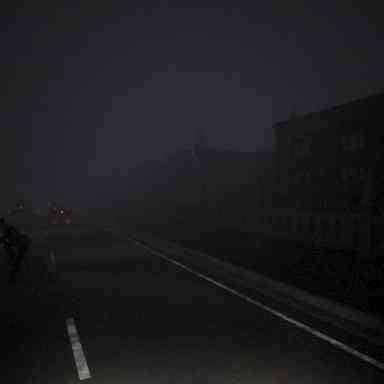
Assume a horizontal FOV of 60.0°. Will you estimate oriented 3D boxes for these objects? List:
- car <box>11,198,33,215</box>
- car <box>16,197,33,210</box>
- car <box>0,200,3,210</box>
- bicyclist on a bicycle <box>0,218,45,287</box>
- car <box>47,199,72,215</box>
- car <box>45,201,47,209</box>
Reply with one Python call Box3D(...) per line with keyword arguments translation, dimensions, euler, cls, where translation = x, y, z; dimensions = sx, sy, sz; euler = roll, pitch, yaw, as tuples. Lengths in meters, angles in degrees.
Box3D(translation=(-17.407, 1.547, 34.127), dimensions=(2.033, 1.411, 5.357), euler=(0, 0, -25), cls="car")
Box3D(translation=(-21.955, 1.505, 43.662), dimensions=(1.837, 1.490, 4.892), euler=(0, 0, -25), cls="car")
Box3D(translation=(-24.908, 1.477, 41.707), dimensions=(1.882, 1.535, 5.008), euler=(0, 0, -25), cls="car")
Box3D(translation=(-4.454, 1.453, 8.026), dimensions=(1.656, 1.620, 0.582), euler=(-1, 0, -25), cls="bicyclist on a bicycle")
Box3D(translation=(-13.282, 1.601, 33.567), dimensions=(1.895, 1.301, 4.718), euler=(0, 0, -25), cls="car")
Box3D(translation=(-17.688, 1.564, 42.787), dimensions=(1.994, 1.385, 4.181), euler=(0, 0, -26), cls="car")
